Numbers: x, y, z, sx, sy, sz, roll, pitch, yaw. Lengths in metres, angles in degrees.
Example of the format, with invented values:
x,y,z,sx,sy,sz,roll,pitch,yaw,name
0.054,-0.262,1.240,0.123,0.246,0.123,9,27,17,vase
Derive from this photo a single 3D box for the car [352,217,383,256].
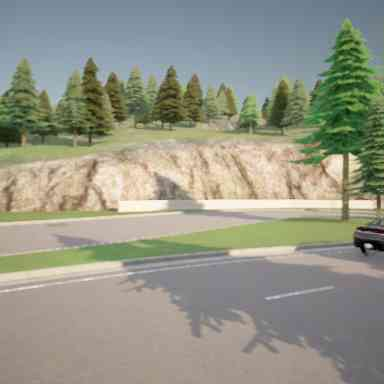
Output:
x,y,z,sx,sy,sz,roll,pitch,yaw,name
8.096,1.604,12.067,4.902,1.511,2.128,0,0,-24,car
